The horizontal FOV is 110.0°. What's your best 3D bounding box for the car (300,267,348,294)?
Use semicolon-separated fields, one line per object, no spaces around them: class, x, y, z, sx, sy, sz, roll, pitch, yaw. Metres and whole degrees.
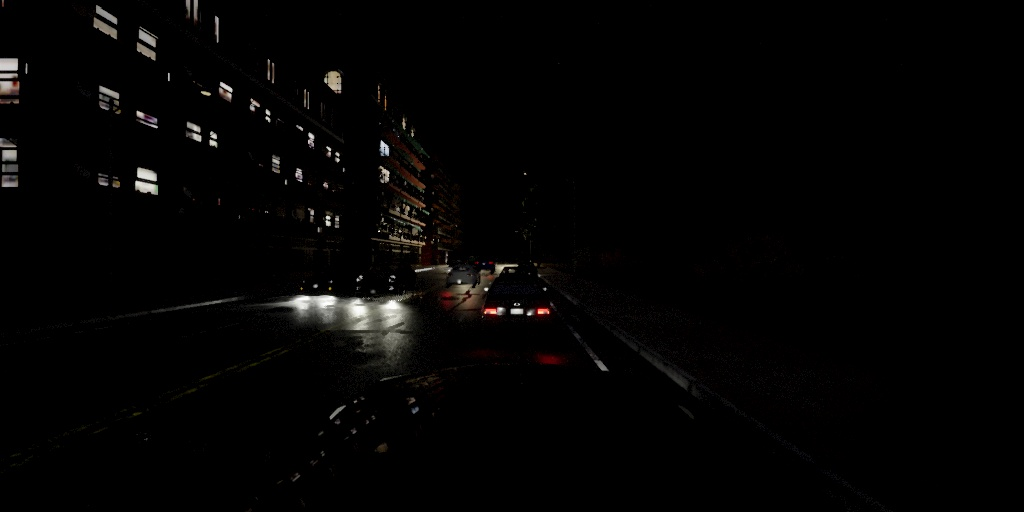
car;-9.837;1.317;19.944;1.994;1.385;4.181;0;0;0

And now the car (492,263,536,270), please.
car;0.113;1.301;20.976;2.033;1.411;5.357;0;0;0

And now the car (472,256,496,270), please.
car;-3.122;0.974;42.618;2.150;2.045;5.566;0;0;0

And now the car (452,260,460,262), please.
car;-9.772;1.353;62.080;1.895;1.301;4.718;0;0;0

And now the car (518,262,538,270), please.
car;1.159;1.259;30.743;1.837;1.490;4.892;0;0;0

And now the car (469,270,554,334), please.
car;0.108;1.299;10.614;2.033;1.411;5.357;0;0;0

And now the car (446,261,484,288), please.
car;-3.136;1.279;23.678;1.812;1.442;4.674;0;0;0

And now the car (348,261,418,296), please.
car;-6.587;1.105;19.238;2.097;1.767;4.553;0;0;0

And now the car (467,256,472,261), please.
car;-6.522;0.975;62.525;2.150;2.045;5.566;0;0;1
